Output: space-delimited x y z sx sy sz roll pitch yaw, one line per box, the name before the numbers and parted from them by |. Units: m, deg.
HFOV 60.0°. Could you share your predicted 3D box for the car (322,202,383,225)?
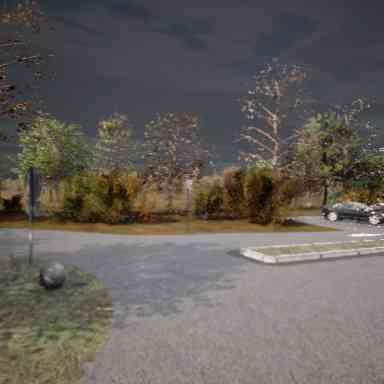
car | 12.412 1.548 25.206 4.892 1.521 2.231 3 1 41
